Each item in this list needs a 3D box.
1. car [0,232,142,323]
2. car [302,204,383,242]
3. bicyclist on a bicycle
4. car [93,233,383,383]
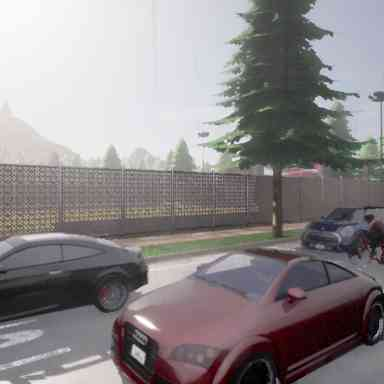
[{"bbox_3d":[-3.033,1.526,6.123,4.674,1.442,1.812,0,0,-37],"label":"car"},{"bbox_3d":[6.354,1.351,13.169,4.553,1.767,2.097,0,0,-37],"label":"car"},{"bbox_3d":[5.287,1.455,9.529,0.582,1.620,1.656,0,-2,-37],"label":"bicyclist on a bicycle"},{"bbox_3d":[1.016,1.564,4.778,4.181,1.385,1.994,0,0,-37],"label":"car"}]
